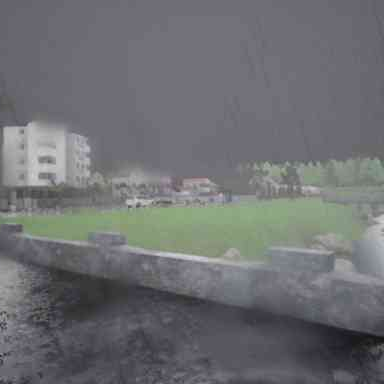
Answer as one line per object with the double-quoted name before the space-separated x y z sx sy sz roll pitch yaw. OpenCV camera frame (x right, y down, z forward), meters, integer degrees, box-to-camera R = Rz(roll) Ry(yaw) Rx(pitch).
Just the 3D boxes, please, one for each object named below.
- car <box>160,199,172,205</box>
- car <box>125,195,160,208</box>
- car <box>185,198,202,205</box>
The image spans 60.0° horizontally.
"car" -5.954 1.989 63.996 1.895 1.301 4.718 -1 0 36
"car" -8.283 1.568 53.854 2.150 2.045 5.566 -1 0 36
"car" 0.347 1.878 65.933 1.812 1.442 4.674 -1 0 36
